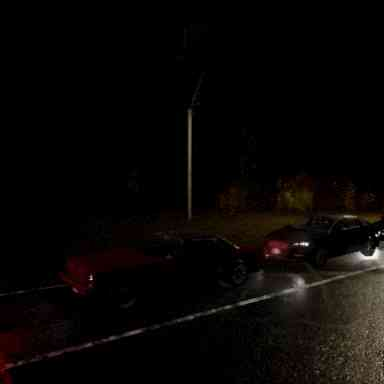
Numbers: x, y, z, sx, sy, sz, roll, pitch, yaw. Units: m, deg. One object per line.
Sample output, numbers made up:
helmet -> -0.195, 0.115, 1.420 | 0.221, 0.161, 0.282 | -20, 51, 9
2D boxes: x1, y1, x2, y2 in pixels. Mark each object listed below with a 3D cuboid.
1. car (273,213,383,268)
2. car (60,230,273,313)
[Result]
car -> 4.537, 1.509, 11.396 | 4.902, 1.511, 2.128 | 0, 0, -35
car -> -0.489, 1.619, 7.818 | 4.718, 1.301, 1.895 | 0, 0, -35
